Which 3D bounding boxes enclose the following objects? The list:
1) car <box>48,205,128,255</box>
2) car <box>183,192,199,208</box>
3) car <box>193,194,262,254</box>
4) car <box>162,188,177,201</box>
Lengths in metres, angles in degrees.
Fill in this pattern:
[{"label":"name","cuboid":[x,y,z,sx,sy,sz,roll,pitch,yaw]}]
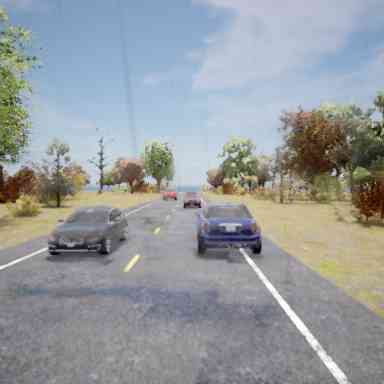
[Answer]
[{"label":"car","cuboid":[-3.605,1.294,12.304,1.837,1.490,4.892,0,1,0]},{"label":"car","cuboid":[0.034,1.006,36.672,1.895,1.301,4.718,0,1,0]},{"label":"car","cuboid":[1.219,1.135,12.622,2.097,1.767,4.553,0,1,0]},{"label":"car","cuboid":[-3.580,0.378,54.429,2.150,2.045,5.566,0,1,0]}]
